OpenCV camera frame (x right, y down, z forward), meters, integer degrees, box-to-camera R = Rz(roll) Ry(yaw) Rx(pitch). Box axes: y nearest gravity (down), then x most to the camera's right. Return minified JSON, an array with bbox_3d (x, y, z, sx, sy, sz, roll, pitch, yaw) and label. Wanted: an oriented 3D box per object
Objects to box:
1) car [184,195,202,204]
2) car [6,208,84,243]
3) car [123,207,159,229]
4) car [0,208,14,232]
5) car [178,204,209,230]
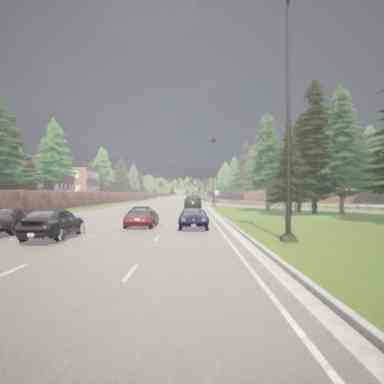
[{"bbox_3d":[0.121,1.434,42.312,2.150,2.045,5.566,0,0,0],"label":"car"},{"bbox_3d":[-6.903,1.589,16.650,1.837,1.490,4.892,0,0,0],"label":"car"},{"bbox_3d":[-3.405,1.677,22.704,1.994,1.385,4.181,0,0,0],"label":"car"},{"bbox_3d":[-10.404,1.642,19.155,2.033,1.411,5.357,0,0,0],"label":"car"},{"bbox_3d":[0.097,1.710,21.948,1.895,1.301,4.718,0,0,0],"label":"car"}]
